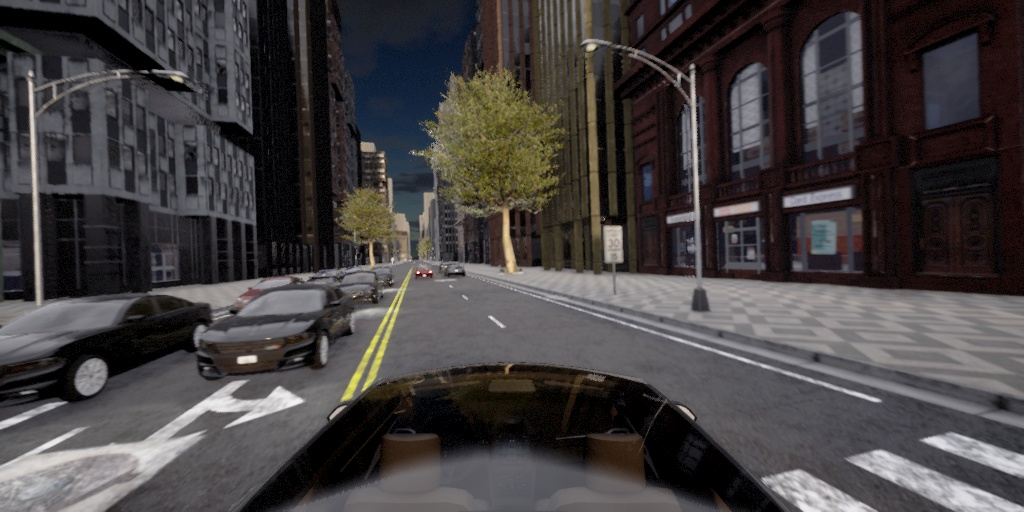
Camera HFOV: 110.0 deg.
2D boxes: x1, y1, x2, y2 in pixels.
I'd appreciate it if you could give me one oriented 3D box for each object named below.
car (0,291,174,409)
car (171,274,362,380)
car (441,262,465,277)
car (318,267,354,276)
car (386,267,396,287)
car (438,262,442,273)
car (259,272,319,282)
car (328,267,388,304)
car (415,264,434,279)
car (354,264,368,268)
[{"bbox_3d":[-7.898,1.511,6.894,1.882,1.535,5.008,-2,0,-16],"label":"car"},{"bbox_3d":[-4.869,1.401,8.128,1.882,1.535,5.008,-2,0,-15],"label":"car"},{"bbox_3d":[-6.378,1.544,39.734,1.994,1.385,4.181,-2,0,-15],"label":"car"},{"bbox_3d":[-12.694,1.698,24.870,2.128,1.511,4.902,-2,0,-15],"label":"car"},{"bbox_3d":[-10.120,1.618,27.834,1.837,1.490,4.892,-2,0,-15],"label":"car"},{"bbox_3d":[-9.397,1.584,50.927,2.128,1.511,4.902,-2,0,-15],"label":"car"},{"bbox_3d":[-10.293,1.645,15.859,1.812,1.442,4.674,-2,0,-15],"label":"car"},{"bbox_3d":[-7.447,1.521,17.778,1.837,1.490,4.892,-2,0,-15],"label":"car"},{"bbox_3d":[-9.372,1.688,38.171,1.895,1.301,4.718,-2,0,-15],"label":"car"},{"bbox_3d":[-15.306,1.827,34.790,1.812,1.442,4.674,-2,0,-15],"label":"car"}]
